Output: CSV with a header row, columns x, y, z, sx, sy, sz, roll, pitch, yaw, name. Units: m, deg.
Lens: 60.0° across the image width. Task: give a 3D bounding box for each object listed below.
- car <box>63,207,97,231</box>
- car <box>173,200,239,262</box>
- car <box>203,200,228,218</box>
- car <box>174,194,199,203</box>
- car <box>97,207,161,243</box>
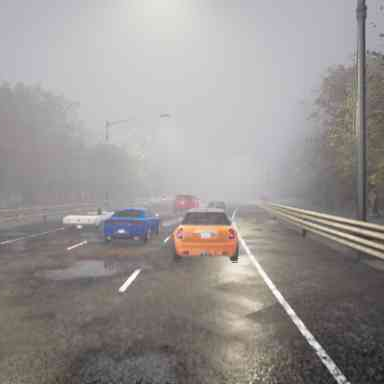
x,y,z,sx,sy,sz,roll,pitch,yaw,name
-5.950,1.585,20.338,1.895,1.301,4.718,0,0,5,car
0.532,1.357,12.319,2.097,1.767,4.553,0,0,3,car
2.338,1.564,31.803,2.033,1.411,5.357,0,0,8,car
-0.531,1.223,36.350,2.150,2.045,5.566,0,0,9,car
-2.745,1.474,16.229,1.882,1.535,5.008,0,0,4,car
